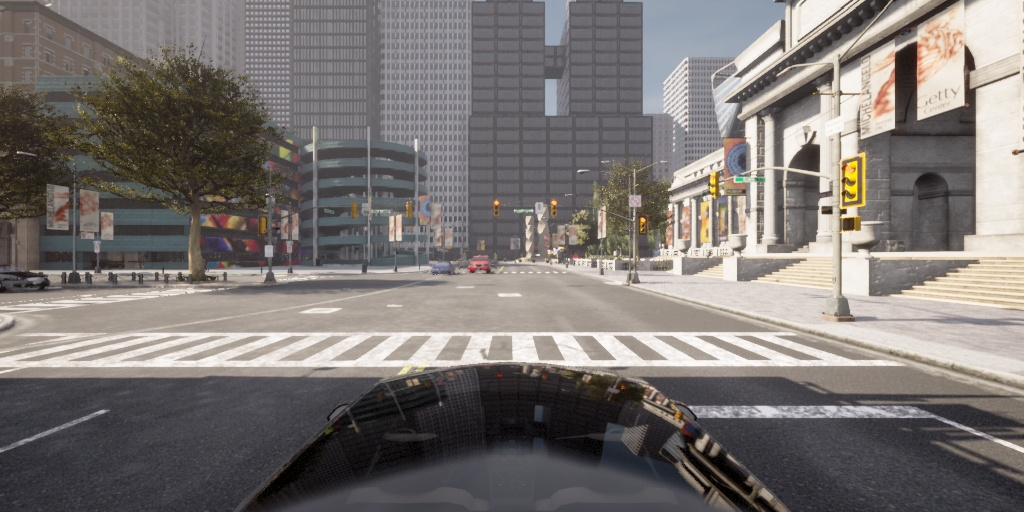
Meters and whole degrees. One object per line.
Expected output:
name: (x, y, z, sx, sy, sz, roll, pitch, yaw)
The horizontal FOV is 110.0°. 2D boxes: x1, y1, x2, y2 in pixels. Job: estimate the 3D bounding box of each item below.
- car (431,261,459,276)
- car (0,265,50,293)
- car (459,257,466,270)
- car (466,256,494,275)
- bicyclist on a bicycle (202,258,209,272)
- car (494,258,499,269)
car: (-7.029, 1.276, 37.048, 1.812, 1.442, 4.674, 0, 0, 0)
car: (-29.161, 1.242, 20.161, 4.902, 1.511, 2.128, 0, 0, 0)
car: (-6.994, 1.255, 54.367, 1.837, 1.490, 4.892, 0, 0, 0)
car: (-3.523, 0.972, 40.423, 2.150, 2.045, 5.566, 0, 0, 0)
bicyclist on a bicycle: (-34.155, 1.051, 39.630, 0.582, 1.620, 1.656, 0, 0, 0)
car: (-3.495, 1.314, 56.496, 1.994, 1.385, 4.181, 0, 0, 0)
